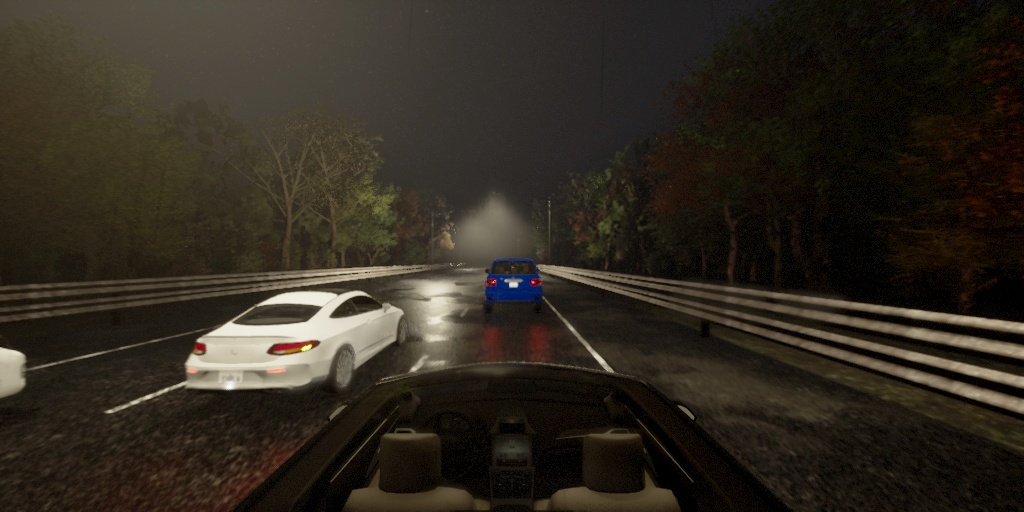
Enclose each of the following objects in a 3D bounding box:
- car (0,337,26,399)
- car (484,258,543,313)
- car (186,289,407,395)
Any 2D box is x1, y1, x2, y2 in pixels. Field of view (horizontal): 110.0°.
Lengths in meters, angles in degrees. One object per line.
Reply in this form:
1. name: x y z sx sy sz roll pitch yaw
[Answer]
1. car: -6.892 0.994 1.878 2.150 2.045 5.566 -1 -1 -4
2. car: 0.035 1.130 15.061 2.150 2.045 5.566 0 -1 0
3. car: -3.404 1.334 6.643 1.812 1.442 4.674 0 -1 0
